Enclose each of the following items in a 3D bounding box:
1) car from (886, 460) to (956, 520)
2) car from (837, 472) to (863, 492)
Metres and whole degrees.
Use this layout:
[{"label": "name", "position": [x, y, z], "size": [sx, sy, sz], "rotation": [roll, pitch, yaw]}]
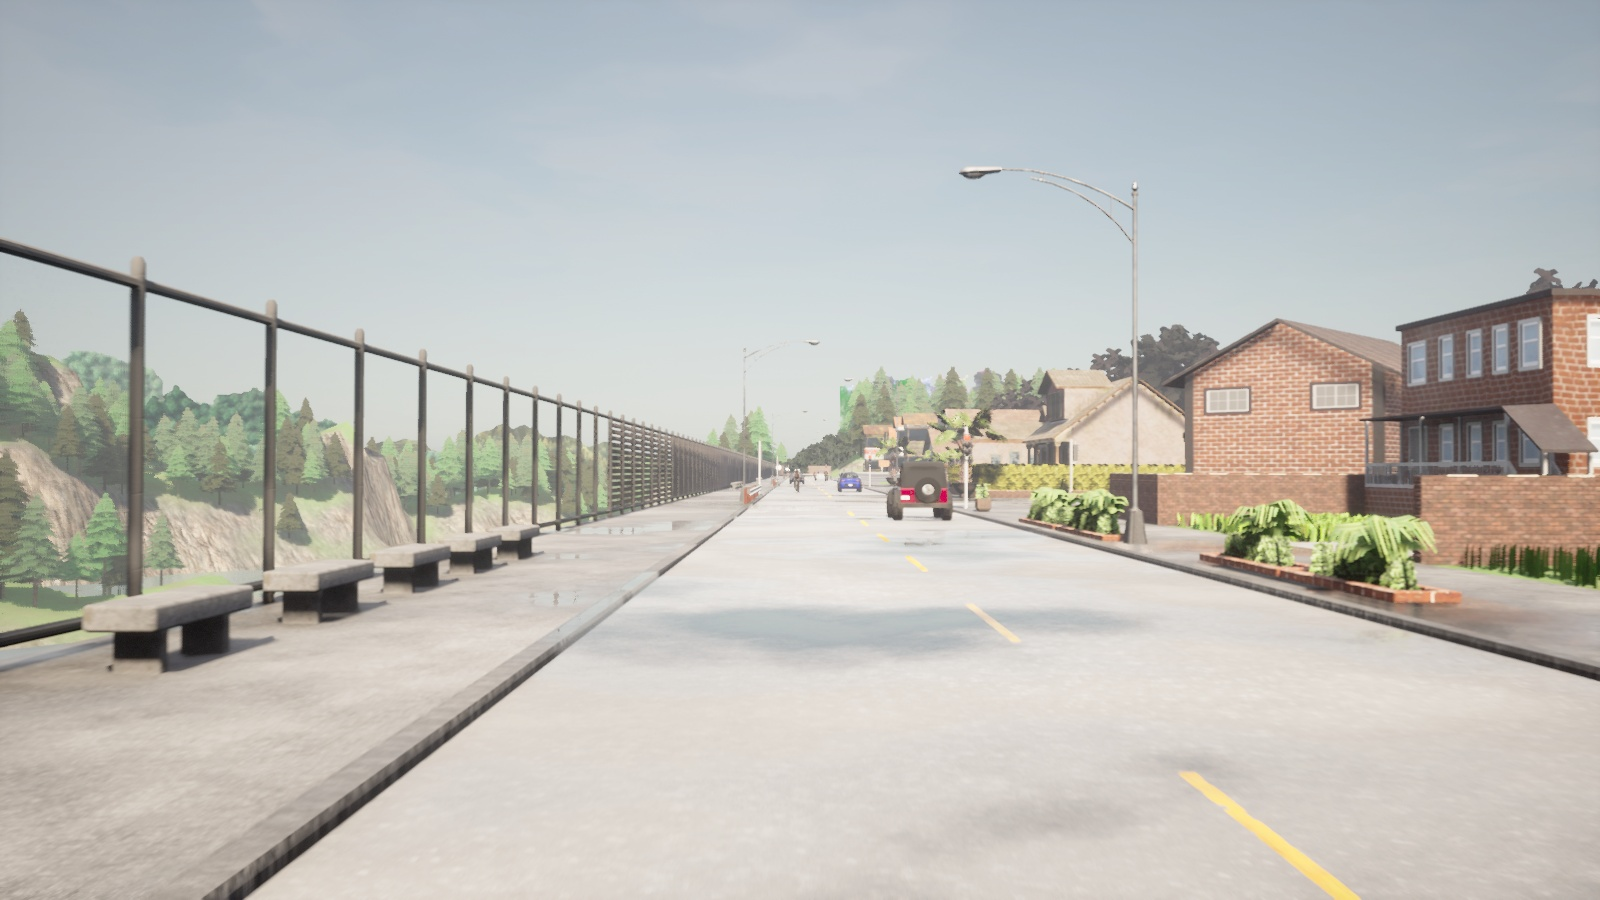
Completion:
[{"label": "car", "position": [3.899, 1.284, 41.132], "size": [1.905, 1.878, 3.866], "rotation": [0, -1, 0]}, {"label": "car", "position": [3.776, 2.418, 95.866], "size": [1.816, 1.474, 4.193], "rotation": [0, -1, 0]}]
